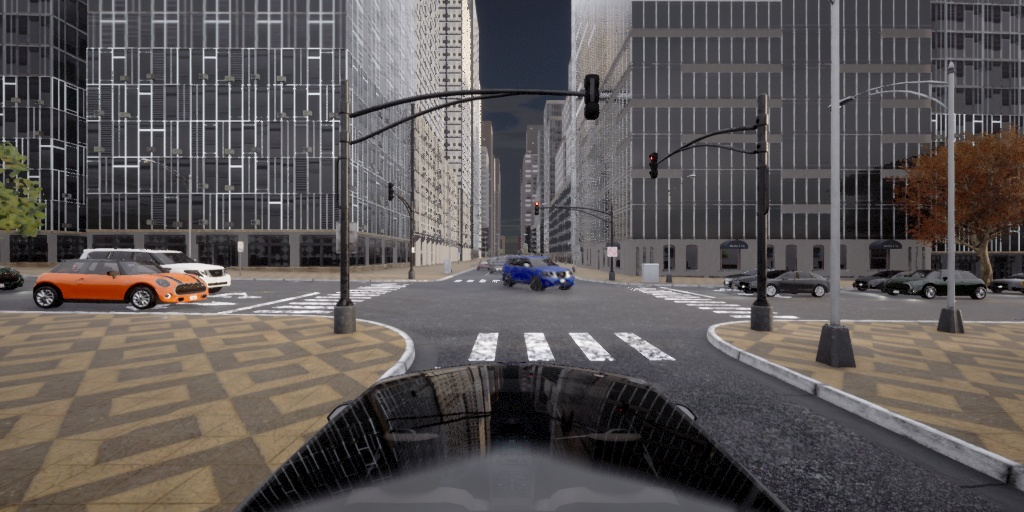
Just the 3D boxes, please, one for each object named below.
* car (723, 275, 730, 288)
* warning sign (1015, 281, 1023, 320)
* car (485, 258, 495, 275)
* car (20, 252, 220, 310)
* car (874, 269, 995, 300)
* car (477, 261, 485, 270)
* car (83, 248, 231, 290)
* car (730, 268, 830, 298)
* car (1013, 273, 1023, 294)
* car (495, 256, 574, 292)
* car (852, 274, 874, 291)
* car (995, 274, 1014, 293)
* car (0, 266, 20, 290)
[{"bbox_3d":[16.899,1.569,24.202,4.902,1.511,2.128,1,0,-3],"label":"car"},{"bbox_3d":[17.280,1.204,11.506,1.060,1.860,1.300,0,0,-3],"label":"warning sign"},{"bbox_3d":[-1.492,1.257,40.094,2.128,1.511,4.902,0,0,0],"label":"car"},{"bbox_3d":[-13.726,0.876,12.839,4.553,1.767,2.097,1,0,-3],"label":"car"},{"bbox_3d":[24.981,1.576,21.316,4.553,1.767,2.097,1,0,-3],"label":"car"},{"bbox_3d":[-3.995,1.343,50.815,1.802,1.307,4.207,0,0,0],"label":"car"},{"bbox_3d":[-15.927,0.704,15.992,5.566,2.045,2.150,1,0,-3],"label":"car"},{"bbox_3d":[15.810,1.564,20.910,4.892,1.490,1.837,1,0,-4],"label":"car"},{"bbox_3d":[34.566,1.943,21.749,5.357,1.411,2.033,1,0,-2],"label":"car"},{"bbox_3d":[1.362,0.996,21.988,2.150,2.045,5.566,-1,0,-30],"label":"car"},{"bbox_3d":[26.284,1.751,24.629,4.892,1.490,1.837,1,0,-3],"label":"car"},{"bbox_3d":[36.442,1.933,25.085,4.892,1.490,1.837,1,0,-2],"label":"car"},{"bbox_3d":[-24.621,0.675,15.599,4.553,1.767,2.097,1,0,-2],"label":"car"}]
